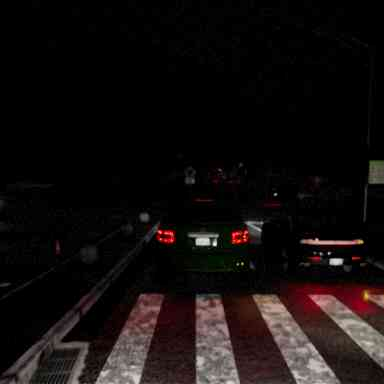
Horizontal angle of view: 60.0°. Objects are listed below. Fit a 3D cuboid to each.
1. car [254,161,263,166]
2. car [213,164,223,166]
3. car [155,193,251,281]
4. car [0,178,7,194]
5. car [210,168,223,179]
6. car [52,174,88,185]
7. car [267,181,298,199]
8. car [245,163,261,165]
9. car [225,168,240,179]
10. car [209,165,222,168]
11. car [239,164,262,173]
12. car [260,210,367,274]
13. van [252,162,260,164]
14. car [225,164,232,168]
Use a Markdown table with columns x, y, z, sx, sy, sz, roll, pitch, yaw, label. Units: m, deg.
| x | y | z | sx | sy | sz | roll | pitch | yaw | label |
| --- | --- | --- | --- | --- | --- | --- | --- | --- | --- |
| 15.369 | -6.459 | 89.172 | 5.566 | 2.045 | 2.435 | 1 | 7 | 11 | car |
| 6.947 | -5.889 | 86.595 | 1.882 | 1.535 | 5.008 | 1 | 7 | 10 | car |
| 0.292 | 1.030 | 9.473 | 2.150 | 2.045 | 5.566 | 0 | 2 | 1 | car |
| -19.785 | -0.521 | 32.411 | 2.097 | 1.767 | 4.553 | -1 | 5 | -14 | car |
| 4.573 | -3.322 | 63.604 | 1.837 | 1.490 | 4.892 | 0 | 6 | 1 | car |
| -17.817 | -1.836 | 48.578 | 5.008 | 1.535 | 1.882 | -1 | 6 | -13 | car |
| 8.432 | -0.230 | 30.772 | 1.837 | 1.490 | 4.892 | 4 | 7 | 30 | car |
| 14.400 | -5.727 | 83.804 | 4.553 | 1.767 | 2.185 | 1 | 6 | 10 | car |
| 7.610 | -3.176 | 62.438 | 1.812 | 1.442 | 4.674 | 0 | 6 | 0 | car |
| 5.227 | -4.742 | 76.322 | 1.882 | 1.535 | 5.008 | 1 | 6 | 7 | car |
| 13.875 | -5.300 | 81.131 | 4.892 | 1.521 | 2.231 | 1 | 6 | 10 | car |
| 3.306 | 1.290 | 9.921 | 2.128 | 1.511 | 4.902 | 0 | 2 | 1 | car |
| 14.744 | -6.133 | 86.515 | 4.442 | 1.987 | 1.878 | 1 | 6 | 10 | van |
| 9.309 | -5.421 | 82.791 | 2.128 | 1.511 | 4.902 | 1 | 6 | 10 | car |
